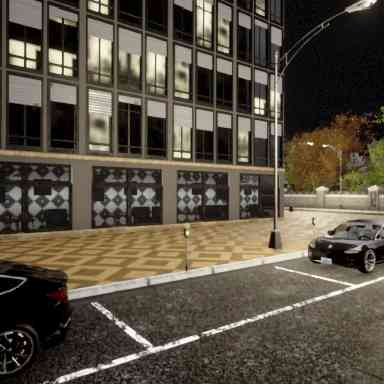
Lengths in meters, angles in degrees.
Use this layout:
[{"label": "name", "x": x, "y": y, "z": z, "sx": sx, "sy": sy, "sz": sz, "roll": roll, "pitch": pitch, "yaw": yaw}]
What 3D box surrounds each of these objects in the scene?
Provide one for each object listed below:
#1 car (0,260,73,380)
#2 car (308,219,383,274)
[{"label": "car", "x": -3.677, "y": 1.566, "z": 3.935, "sx": 4.313, "sy": 1.339, "sz": 1.947, "roll": 0, "pitch": 0, "yaw": -36}, {"label": "car", "x": 5.551, "y": 1.562, "z": 10.623, "sx": 4.313, "sy": 1.339, "sz": 1.947, "roll": 0, "pitch": 0, "yaw": -36}]
